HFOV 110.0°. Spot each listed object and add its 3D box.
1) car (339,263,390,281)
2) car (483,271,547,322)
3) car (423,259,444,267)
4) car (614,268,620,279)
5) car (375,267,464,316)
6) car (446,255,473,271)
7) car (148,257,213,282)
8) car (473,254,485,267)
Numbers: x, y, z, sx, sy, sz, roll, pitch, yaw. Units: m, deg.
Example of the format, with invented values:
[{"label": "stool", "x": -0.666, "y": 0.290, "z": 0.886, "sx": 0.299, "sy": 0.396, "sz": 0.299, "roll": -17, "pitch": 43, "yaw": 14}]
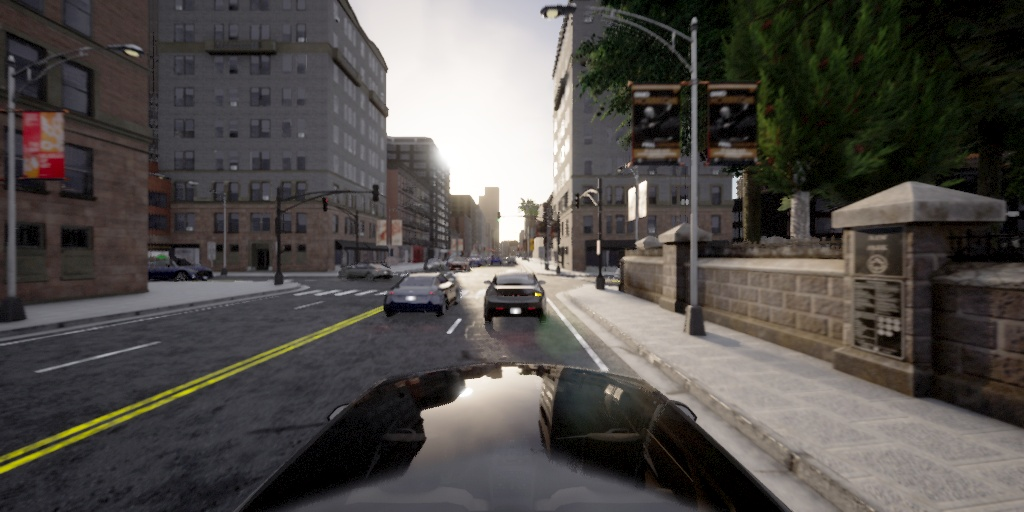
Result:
[{"label": "car", "x": -11.631, "y": 1.236, "z": 28.428, "sx": 4.181, "sy": 1.385, "sz": 1.994, "roll": 0, "pitch": 0, "yaw": 22}, {"label": "car", "x": 0.096, "y": 1.228, "z": 12.071, "sx": 1.837, "sy": 1.490, "sz": 4.892, "roll": 0, "pitch": 0, "yaw": 0}, {"label": "car", "x": -9.840, "y": 1.125, "z": 45.372, "sx": 2.128, "sy": 1.511, "sz": 4.902, "roll": 0, "pitch": 0, "yaw": 0}, {"label": "car", "x": 9.963, "y": 1.256, "z": 26.358, "sx": 4.674, "sy": 1.442, "sz": 1.812, "roll": 0, "pitch": 0, "yaw": -1}, {"label": "car", "x": -3.152, "y": 1.285, "z": 13.187, "sx": 1.994, "sy": 1.385, "sz": 4.181, "roll": 0, "pitch": 0, "yaw": 0}, {"label": "car", "x": -6.591, "y": 0.986, "z": 45.253, "sx": 2.097, "sy": 1.767, "sz": 4.553, "roll": 0, "pitch": 0, "yaw": 0}, {"label": "car", "x": -24.663, "y": 0.995, "z": 26.236, "sx": 4.553, "sy": 1.767, "sz": 2.097, "roll": 0, "pitch": 0, "yaw": 0}, {"label": "car", "x": -6.537, "y": 0.793, "z": 62.591, "sx": 2.150, "sy": 2.045, "sz": 5.566, "roll": 0, "pitch": 0, "yaw": 0}]
